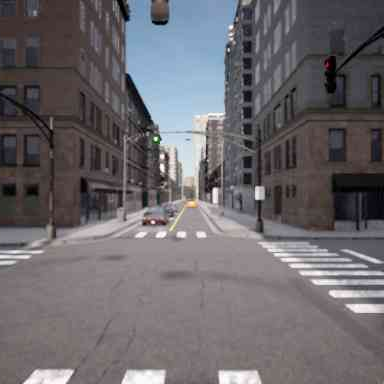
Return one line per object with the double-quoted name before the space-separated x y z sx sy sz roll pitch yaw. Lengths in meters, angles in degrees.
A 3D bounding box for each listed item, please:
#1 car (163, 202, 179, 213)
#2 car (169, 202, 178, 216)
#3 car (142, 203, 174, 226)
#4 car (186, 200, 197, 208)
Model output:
"car" -2.956 2.209 47.682 2.033 1.411 5.357 0 -1 -1
"car" -2.930 2.014 37.182 1.837 1.490 4.892 0 -1 0
"car" -2.913 1.919 27.464 2.033 1.411 5.357 0 -1 0
"car" -0.058 2.316 67.543 2.097 1.767 4.553 0 -1 0
